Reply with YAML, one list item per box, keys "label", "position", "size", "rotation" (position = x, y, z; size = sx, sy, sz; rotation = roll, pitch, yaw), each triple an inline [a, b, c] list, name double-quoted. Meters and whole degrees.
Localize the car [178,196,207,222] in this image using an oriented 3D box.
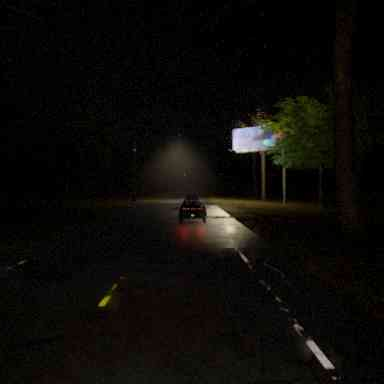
- label: "car"
  position: [0.045, 1.288, 24.093]
  size: [2.128, 1.511, 4.902]
  rotation: [0, 1, 0]
